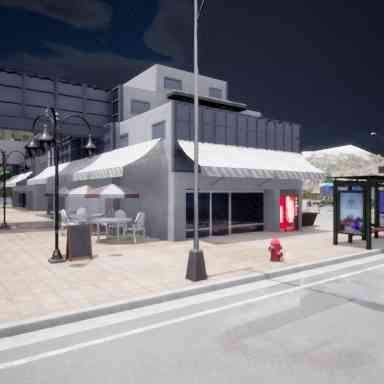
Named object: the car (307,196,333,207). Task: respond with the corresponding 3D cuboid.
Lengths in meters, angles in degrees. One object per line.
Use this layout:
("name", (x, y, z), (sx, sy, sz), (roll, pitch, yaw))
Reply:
("car", (19.116, 1.345, 48.773), (5.027, 1.636, 2.152), (0, 0, -36))

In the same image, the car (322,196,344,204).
("car", (28.398, 1.489, 66.886), (4.514, 1.523, 2.007), (0, 0, -36))
